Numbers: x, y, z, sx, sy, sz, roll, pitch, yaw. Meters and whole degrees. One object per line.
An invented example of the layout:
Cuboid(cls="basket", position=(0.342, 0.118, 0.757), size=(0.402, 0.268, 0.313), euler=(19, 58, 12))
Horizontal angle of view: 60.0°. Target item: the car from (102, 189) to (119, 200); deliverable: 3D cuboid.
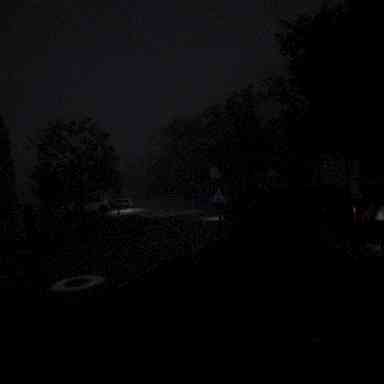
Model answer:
Cuboid(cls="car", position=(-17.578, 0.458, 71.494), size=(2.150, 2.045, 5.566), euler=(-5, 2, -25))

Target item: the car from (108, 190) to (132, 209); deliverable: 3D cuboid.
Cuboid(cls="car", position=(-9.783, 1.156, 45.307), size=(2.150, 2.045, 5.566), euler=(-5, 2, -25))

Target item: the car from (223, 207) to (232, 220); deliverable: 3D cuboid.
Cuboid(cls="car", position=(4.036, 1.444, 25.033), size=(1.812, 1.442, 4.674), euler=(-5, 3, -24))

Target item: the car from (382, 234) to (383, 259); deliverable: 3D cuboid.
Cuboid(cls="car", position=(6.521, 1.473, 8.944), size=(2.128, 1.511, 4.902), euler=(-3, -1, 19))

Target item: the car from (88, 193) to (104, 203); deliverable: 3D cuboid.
Cuboid(cls="car", position=(-18.672, 1.088, 64.535), size=(2.097, 1.767, 4.553), euler=(-5, 2, -25))

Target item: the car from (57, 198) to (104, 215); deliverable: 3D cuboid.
Cuboid(cls="car", position=(-14.304, 1.787, 42.994), size=(1.946, 1.575, 5.366), euler=(-2, 3, 45))

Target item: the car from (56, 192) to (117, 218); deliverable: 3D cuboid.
Cuboid(cls="car", position=(-11.905, 1.612, 37.387), size=(2.435, 2.045, 5.566), euler=(-1, 4, 45))

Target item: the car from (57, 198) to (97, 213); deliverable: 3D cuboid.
Cuboid(cls="car", position=(-15.713, 1.818, 45.582), size=(2.002, 1.452, 4.674), euler=(-2, 3, 45))

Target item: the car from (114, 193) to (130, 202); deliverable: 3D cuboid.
Cuboid(cls="car", position=(-13.180, 1.041, 62.412), size=(1.994, 1.385, 4.181), euler=(-5, 2, -25))

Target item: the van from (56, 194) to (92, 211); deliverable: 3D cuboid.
Cuboid(cls="van", position=(-17.080, 1.535, 48.205), size=(1.878, 1.987, 4.442), euler=(-1, 4, 45))
